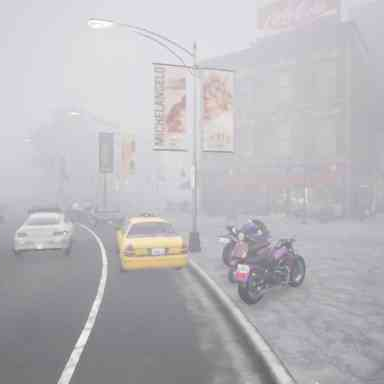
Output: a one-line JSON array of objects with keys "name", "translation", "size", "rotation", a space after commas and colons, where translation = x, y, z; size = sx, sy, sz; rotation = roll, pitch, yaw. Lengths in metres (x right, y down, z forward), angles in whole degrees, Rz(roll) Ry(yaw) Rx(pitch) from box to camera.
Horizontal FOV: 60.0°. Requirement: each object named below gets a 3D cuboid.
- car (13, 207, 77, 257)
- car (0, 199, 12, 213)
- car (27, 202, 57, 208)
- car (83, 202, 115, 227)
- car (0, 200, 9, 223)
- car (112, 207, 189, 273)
[{"name": "car", "translation": [-5.607, 1.522, 12.936], "size": [1.812, 1.442, 4.674], "rotation": [0, 0, -17]}, {"name": "car", "translation": [-22.864, 1.526, 38.066], "size": [5.357, 1.411, 2.033], "rotation": [0, 0, 39]}, {"name": "car", "translation": [-11.122, 1.468, 24.880], "size": [1.882, 1.535, 5.008], "rotation": [0, 0, -32]}, {"name": "car", "translation": [-6.003, 1.591, 22.679], "size": [1.895, 1.301, 4.718], "rotation": [0, 0, -25]}, {"name": "car", "translation": [-15.011, 1.534, 24.569], "size": [2.033, 1.411, 5.357], "rotation": [0, 0, -34]}, {"name": "car", "translation": [-1.493, 1.456, 10.762], "size": [1.801, 1.575, 5.366], "rotation": [0, 0, -15]}]
